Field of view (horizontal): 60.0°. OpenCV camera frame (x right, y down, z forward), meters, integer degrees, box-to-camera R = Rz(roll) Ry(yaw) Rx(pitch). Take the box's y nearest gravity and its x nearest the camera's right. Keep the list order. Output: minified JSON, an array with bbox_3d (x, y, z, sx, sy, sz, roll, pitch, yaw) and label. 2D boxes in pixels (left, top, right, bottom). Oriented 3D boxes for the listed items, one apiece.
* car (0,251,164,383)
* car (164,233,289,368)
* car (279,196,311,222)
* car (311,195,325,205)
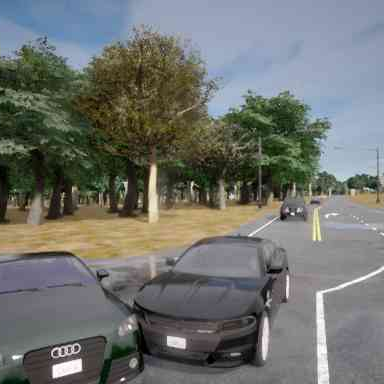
[{"bbox_3d":[-2.328,1.643,5.014,1.994,1.385,4.181,1,-2,-33],"label":"car"},{"bbox_3d":[0.714,1.613,6.320,1.882,1.535,5.008,-1,-2,21],"label":"car"},{"bbox_3d":[9.003,1.419,29.152,2.150,2.045,5.566,-1,0,20],"label":"car"},{"bbox_3d":[23.157,1.802,62.079,1.895,1.301,4.718,-1,0,28],"label":"car"}]
